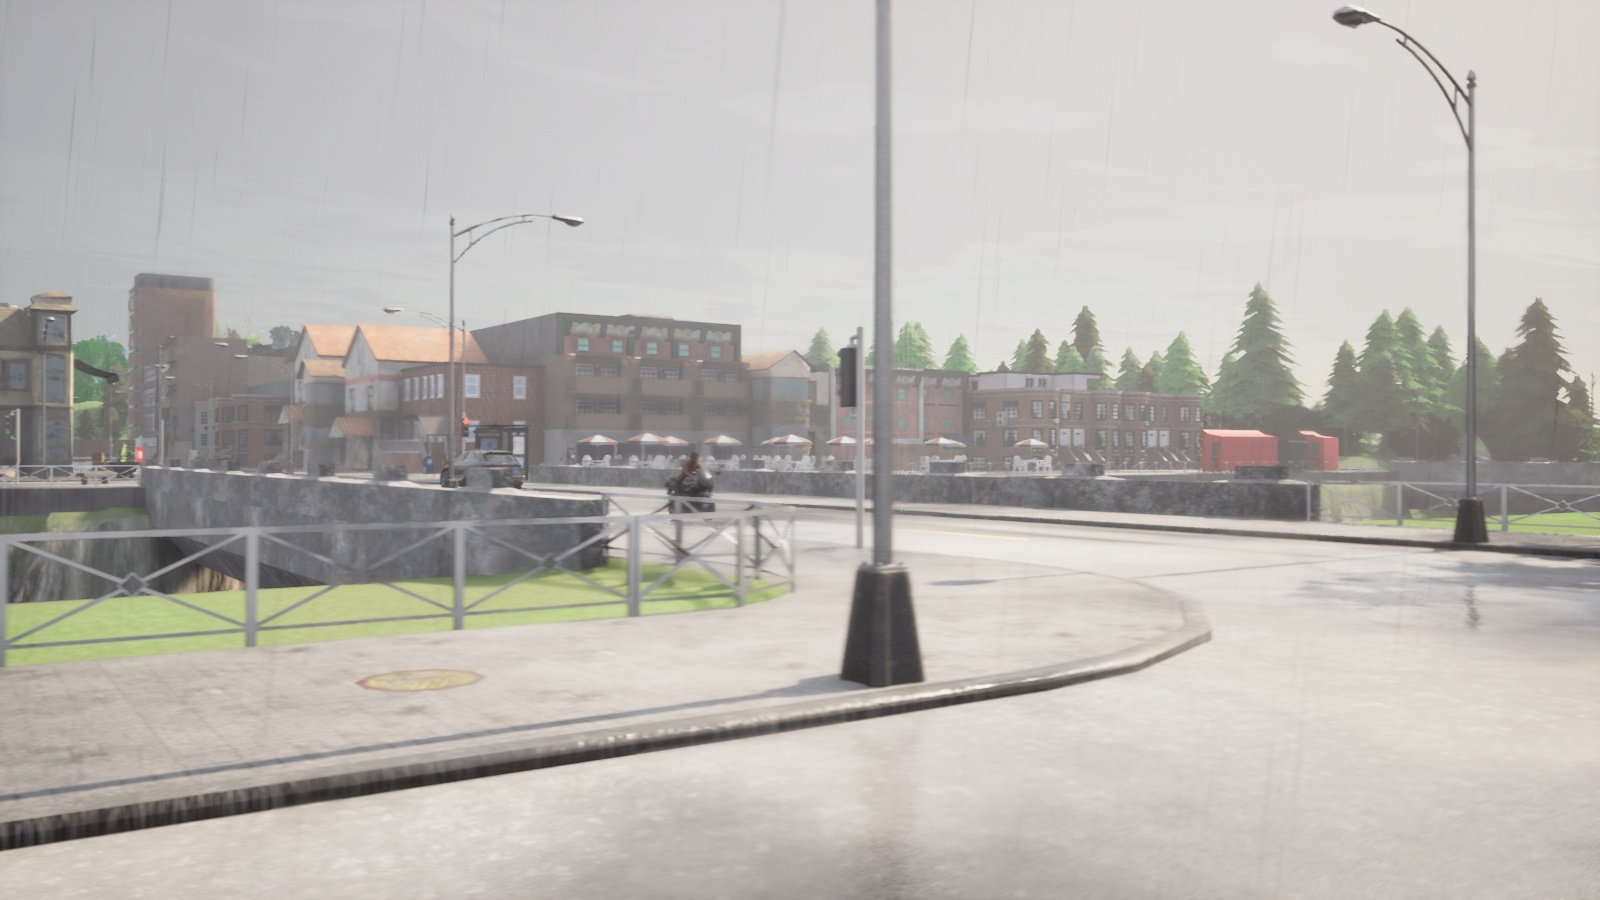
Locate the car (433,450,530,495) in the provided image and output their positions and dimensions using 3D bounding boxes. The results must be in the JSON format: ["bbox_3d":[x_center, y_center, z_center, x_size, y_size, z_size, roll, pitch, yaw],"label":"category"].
[{"bbox_3d":[-12.287,0.819,48.184,2.033,1.649,4.856,0,0,-35],"label":"car"}]

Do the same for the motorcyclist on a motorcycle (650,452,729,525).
[{"bbox_3d":[-2.396,0.798,27.023,0.797,1.523,2.044,0,0,-34],"label":"motorcyclist on a motorcycle"}]
